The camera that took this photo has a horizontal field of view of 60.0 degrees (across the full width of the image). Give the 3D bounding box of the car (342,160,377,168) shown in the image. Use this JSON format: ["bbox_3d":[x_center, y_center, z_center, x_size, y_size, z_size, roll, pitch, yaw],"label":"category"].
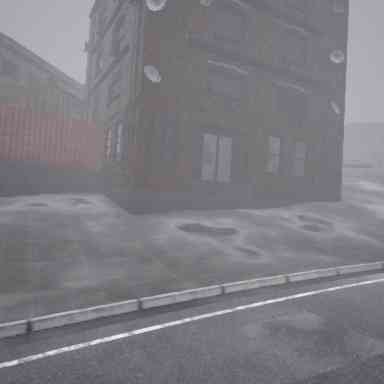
[{"bbox_3d":[20.980,-3.284,42.396,4.553,1.767,2.185,2,-3,14],"label":"car"}]
